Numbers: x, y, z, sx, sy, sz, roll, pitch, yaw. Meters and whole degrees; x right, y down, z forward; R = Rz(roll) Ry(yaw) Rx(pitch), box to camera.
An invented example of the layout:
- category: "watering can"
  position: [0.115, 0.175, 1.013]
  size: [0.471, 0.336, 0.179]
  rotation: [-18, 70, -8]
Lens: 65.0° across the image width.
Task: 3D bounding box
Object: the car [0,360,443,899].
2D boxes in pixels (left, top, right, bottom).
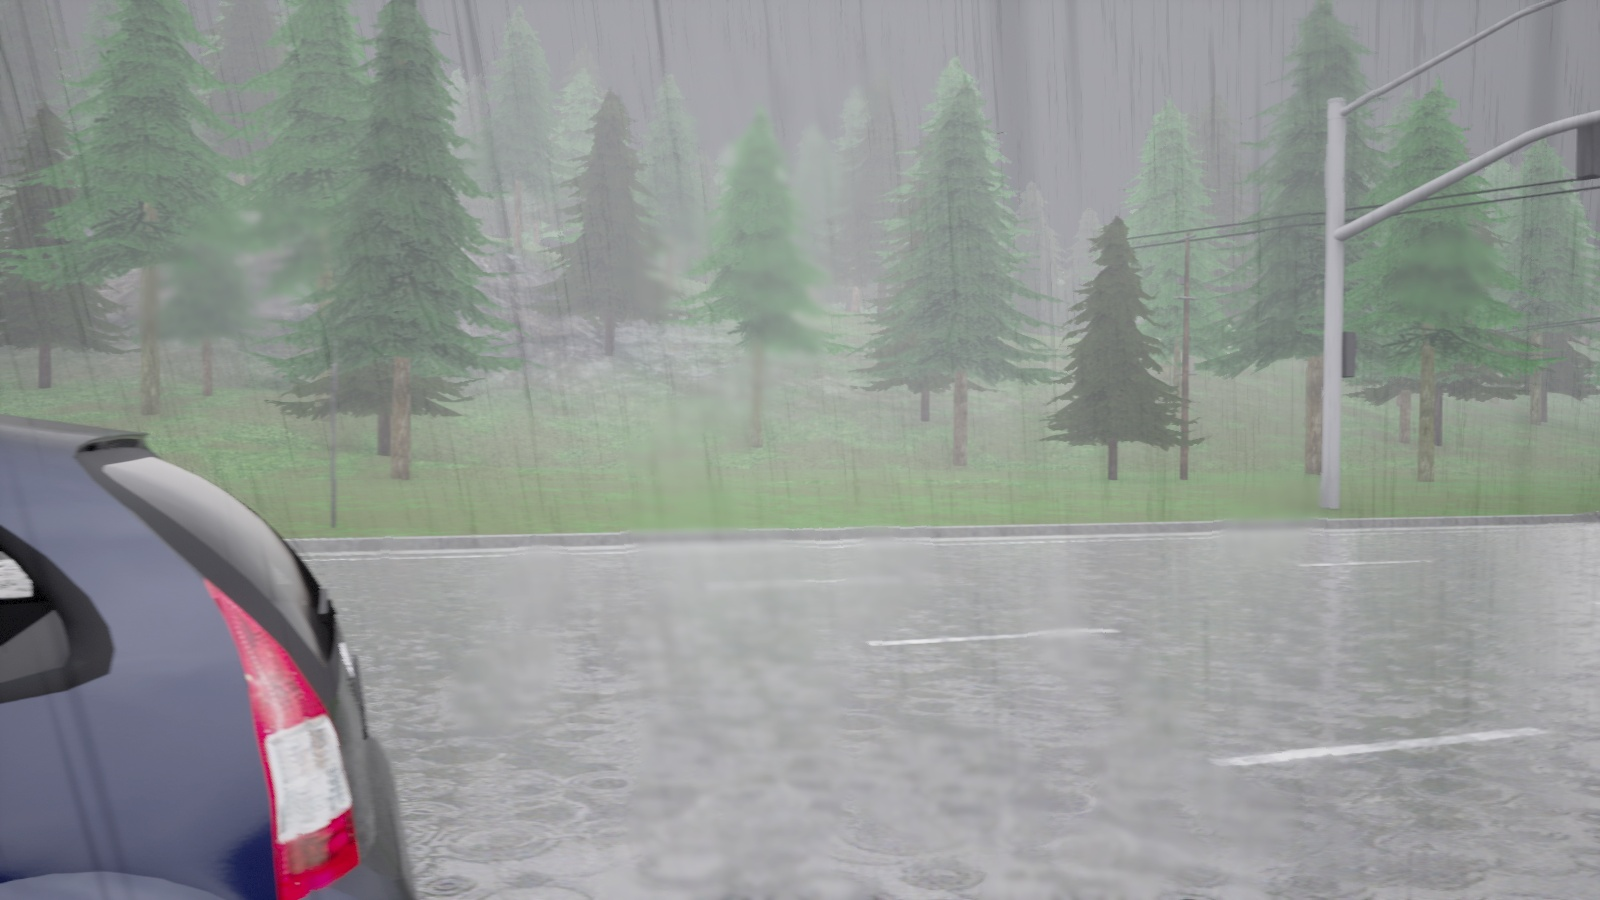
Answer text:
- category: "car"
  position: [-2.770, 0.690, 2.185]
  size: [3.988, 1.617, 1.851]
  rotation: [-1, 1, -21]
